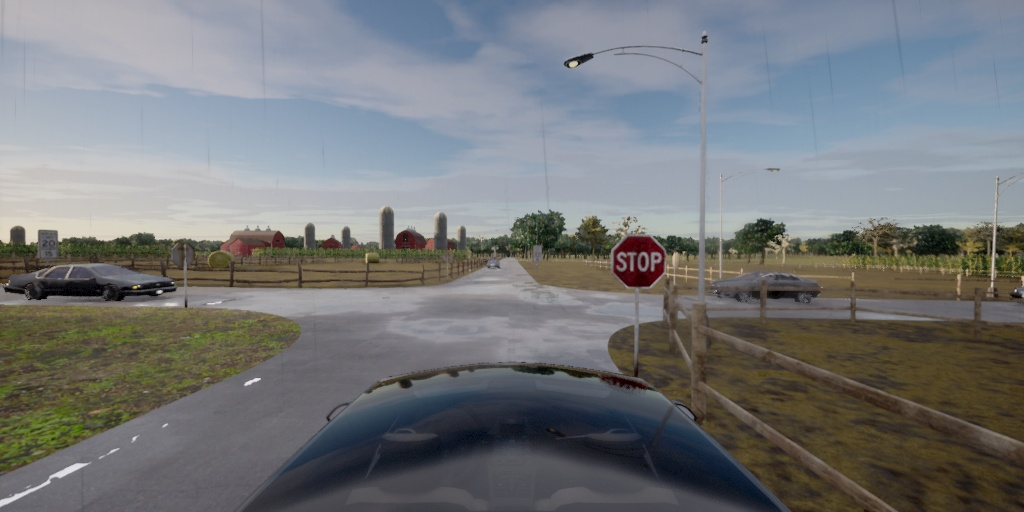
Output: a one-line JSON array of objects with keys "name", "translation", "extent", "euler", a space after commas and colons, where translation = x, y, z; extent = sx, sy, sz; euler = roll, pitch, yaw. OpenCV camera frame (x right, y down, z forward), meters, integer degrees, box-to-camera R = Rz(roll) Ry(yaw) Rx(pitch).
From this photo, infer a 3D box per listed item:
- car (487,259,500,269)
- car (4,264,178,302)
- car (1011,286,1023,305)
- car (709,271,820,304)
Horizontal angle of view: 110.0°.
[{"name": "car", "translation": [-2.783, 1.196, 53.894], "extent": [2.128, 1.511, 4.902], "euler": [0, 0, 0]}, {"name": "car", "translation": [-17.118, 1.046, 14.701], "extent": [5.357, 1.411, 2.033], "euler": [1, 1, 0]}, {"name": "car", "translation": [28.225, 1.843, 17.945], "extent": [4.902, 1.511, 2.128], "euler": [1, 1, 0]}, {"name": "car", "translation": [12.408, 1.493, 17.777], "extent": [4.902, 1.511, 2.128], "euler": [1, 1, -2]}]
